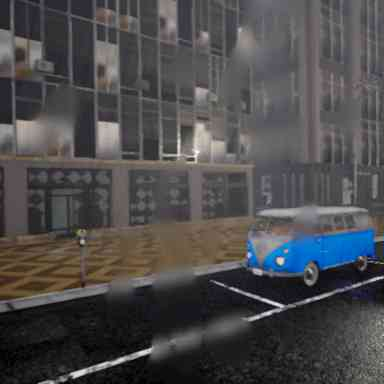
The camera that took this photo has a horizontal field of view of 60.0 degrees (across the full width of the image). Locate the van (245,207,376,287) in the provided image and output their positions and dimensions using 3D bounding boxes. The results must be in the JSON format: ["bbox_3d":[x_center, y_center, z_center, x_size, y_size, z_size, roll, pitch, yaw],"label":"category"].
[{"bbox_3d":[3.219,1.305,8.875,3.998,1.788,1.690,0,-1,-35],"label":"van"}]
